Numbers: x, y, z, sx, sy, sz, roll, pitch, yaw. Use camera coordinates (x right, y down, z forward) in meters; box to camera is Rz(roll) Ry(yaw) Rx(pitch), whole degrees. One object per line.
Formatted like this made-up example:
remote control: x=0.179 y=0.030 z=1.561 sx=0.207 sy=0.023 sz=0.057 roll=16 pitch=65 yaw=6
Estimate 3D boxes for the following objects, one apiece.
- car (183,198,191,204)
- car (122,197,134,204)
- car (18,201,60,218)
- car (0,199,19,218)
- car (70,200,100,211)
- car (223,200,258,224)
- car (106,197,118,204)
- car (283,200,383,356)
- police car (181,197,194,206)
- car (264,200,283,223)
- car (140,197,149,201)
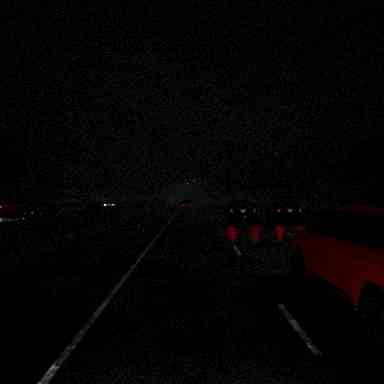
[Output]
car: x=-1.103 y=2.015 z=75.022 sx=1.812 sy=1.442 sz=4.674 roll=0 pitch=-1 yaw=0
car: x=-14.052 y=1.818 z=73.234 sx=2.097 sy=1.767 sz=4.553 roll=0 pitch=-1 yaw=0
car: x=-14.117 y=1.648 z=31.378 sx=1.994 sy=1.385 sz=4.181 roll=0 pitch=0 yaw=0
car: x=-17.616 y=1.434 z=31.142 sx=2.097 sy=1.767 sz=4.553 roll=0 pitch=0 yaw=0
car: x=-10.618 y=1.589 z=33.254 sx=2.128 sy=1.511 sz=4.902 roll=0 pitch=0 yaw=0
car: x=3.583 y=1.401 z=25.382 sx=2.097 sy=1.767 sz=4.553 roll=0 pitch=0 yaw=0
car: x=-17.552 y=1.962 z=73.200 sx=1.837 sy=1.490 sz=4.892 roll=0 pitch=-1 yaw=0
car: x=3.596 y=1.222 z=6.188 sx=2.150 sy=2.045 sz=5.566 roll=0 pitch=0 yaw=0
police car: x=-1.096 y=1.796 z=65.125 sx=1.930 sy=1.638 sz=5.238 roll=0 pitch=-1 yaw=0
car: x=7.082 y=1.405 z=26.161 sx=2.097 sy=1.767 sz=4.553 roll=0 pitch=0 yaw=0
car: x=-10.553 y=1.925 z=74.452 sx=1.812 sy=1.442 sz=4.674 roll=0 pitch=-1 yaw=0
